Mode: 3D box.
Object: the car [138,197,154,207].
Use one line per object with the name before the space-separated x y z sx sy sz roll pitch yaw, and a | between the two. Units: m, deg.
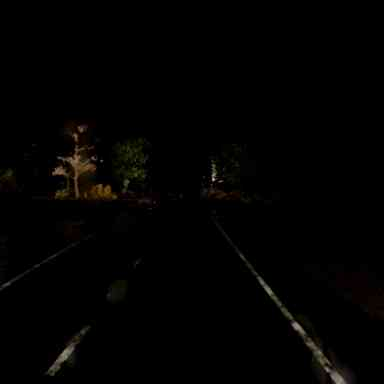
car | -7.019 1.497 51.248 1.882 1.535 5.008 0 0 0
